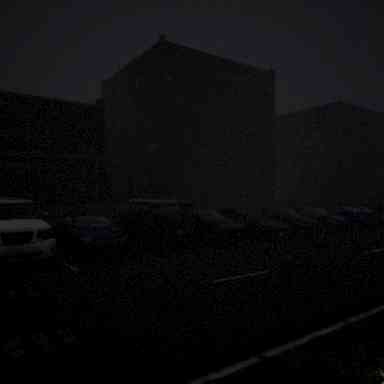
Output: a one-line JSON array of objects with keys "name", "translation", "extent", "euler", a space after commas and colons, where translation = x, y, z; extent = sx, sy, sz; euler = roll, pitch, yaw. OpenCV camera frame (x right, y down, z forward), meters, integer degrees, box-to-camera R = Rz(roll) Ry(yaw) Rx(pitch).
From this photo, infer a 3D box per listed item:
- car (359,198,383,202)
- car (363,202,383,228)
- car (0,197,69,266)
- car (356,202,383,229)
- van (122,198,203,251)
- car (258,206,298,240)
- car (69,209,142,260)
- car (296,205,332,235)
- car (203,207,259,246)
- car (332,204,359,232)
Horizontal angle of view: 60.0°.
[{"name": "car", "translation": [13.958, 1.469, 25.524], "extent": [2.435, 2.045, 5.566], "euler": [1, -1, -35]}, {"name": "car", "translation": [11.724, 1.677, 23.902], "extent": [2.097, 1.535, 5.008], "euler": [1, 0, -35]}, {"name": "car", "translation": [-6.210, 1.212, 11.075], "extent": [2.435, 2.045, 5.566], "euler": [0, 0, -35]}, {"name": "car", "translation": [9.486, 1.638, 22.295], "extent": [2.097, 1.535, 5.008], "euler": [1, 0, -35]}, {"name": "van", "translation": [-1.704, 1.270, 14.465], "extent": [1.878, 1.987, 4.442], "euler": [0, 0, -35]}, {"name": "car", "translation": [2.768, 1.571, 17.475], "extent": [2.163, 1.488, 4.792], "euler": [1, 0, -35]}, {"name": "car", "translation": [-3.983, 1.518, 12.702], "extent": [2.002, 1.452, 4.674], "euler": [0, 0, -35]}, {"name": "car", "translation": [4.991, 1.571, 19.104], "extent": [2.231, 1.521, 4.892], "euler": [1, 0, -35]}, {"name": "car", "translation": [0.504, 1.516, 15.904], "extent": [2.097, 1.535, 5.008], "euler": [1, 0, -35]}, {"name": "car", "translation": [7.236, 1.603, 20.703], "extent": [2.231, 1.521, 4.892], "euler": [1, 0, -35]}]
